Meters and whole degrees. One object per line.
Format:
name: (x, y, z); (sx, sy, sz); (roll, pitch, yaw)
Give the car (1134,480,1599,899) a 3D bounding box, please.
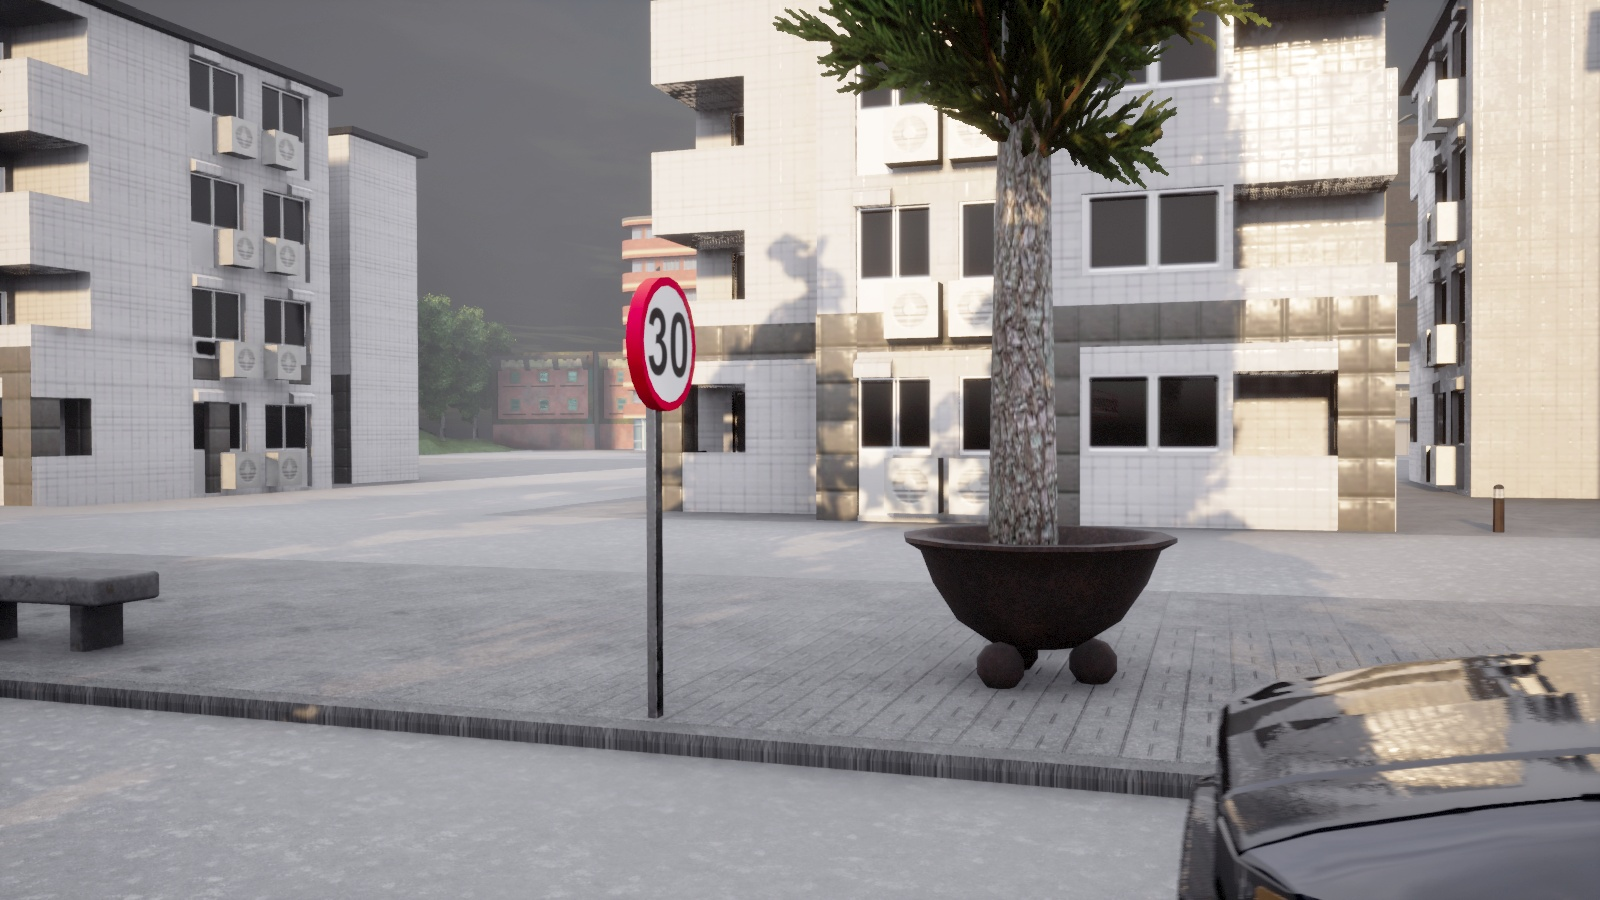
car: (3.511, 0.847, 2.541); (5.357, 1.411, 2.033); (1, 1, 19)
